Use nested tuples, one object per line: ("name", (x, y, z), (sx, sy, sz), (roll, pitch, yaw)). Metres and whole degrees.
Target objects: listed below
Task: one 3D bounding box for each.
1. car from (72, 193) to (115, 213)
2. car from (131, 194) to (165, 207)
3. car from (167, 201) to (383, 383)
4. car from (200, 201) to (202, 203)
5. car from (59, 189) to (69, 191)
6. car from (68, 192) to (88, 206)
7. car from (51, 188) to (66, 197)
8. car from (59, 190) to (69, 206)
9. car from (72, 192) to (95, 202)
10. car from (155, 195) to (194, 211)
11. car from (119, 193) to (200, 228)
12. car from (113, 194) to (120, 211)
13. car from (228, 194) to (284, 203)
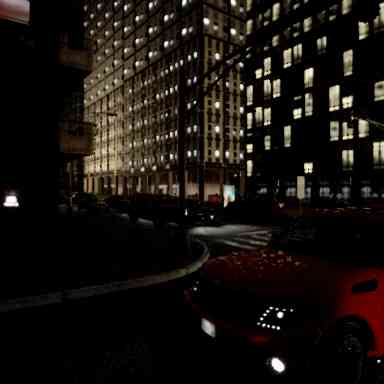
("car", (-8.588, 1.066, 28.647), (1.802, 1.307, 4.206), (2, 0, -36))
("car", (-5.111, 0.963, 38.114), (1.947, 1.339, 4.313), (1, 0, -36))
("car", (2.650, 1.221, 5.129), (5.566, 2.045, 2.150), (0, -1, -27))
("car", (-0.245, 1.193, 21.558), (1.837, 1.490, 4.892), (0, 1, -36))
("car", (-24.688, 0.307, 65.030), (1.887, 1.381, 4.507), (1, 0, -36))
("car", (-12.304, 0.808, 38.156), (1.837, 1.490, 4.892), (0, 1, -36))
("car", (-27.948, 0.096, 69.515), (1.967, 1.590, 4.097), (1, 0, -36))
("car", (-15.112, 0.825, 37.617), (2.008, 1.369, 4.403), (2, 0, -36))
("car", (-15.883, 0.675, 48.497), (1.994, 1.385, 4.181), (0, 1, -36))
("car", (-1.848, 1.067, 33.627), (1.947, 1.339, 4.313), (1, 0, -36))
("car", (-2.056, 1.006, 19.676), (2.192, 1.841, 5.009), (2, 0, -36))
("car", (-6.249, 0.989, 29.815), (2.128, 1.511, 4.902), (0, 1, -36))
("car", (4.684, 1.024, 24.655), (2.192, 1.841, 5.009), (1, 0, -36))
